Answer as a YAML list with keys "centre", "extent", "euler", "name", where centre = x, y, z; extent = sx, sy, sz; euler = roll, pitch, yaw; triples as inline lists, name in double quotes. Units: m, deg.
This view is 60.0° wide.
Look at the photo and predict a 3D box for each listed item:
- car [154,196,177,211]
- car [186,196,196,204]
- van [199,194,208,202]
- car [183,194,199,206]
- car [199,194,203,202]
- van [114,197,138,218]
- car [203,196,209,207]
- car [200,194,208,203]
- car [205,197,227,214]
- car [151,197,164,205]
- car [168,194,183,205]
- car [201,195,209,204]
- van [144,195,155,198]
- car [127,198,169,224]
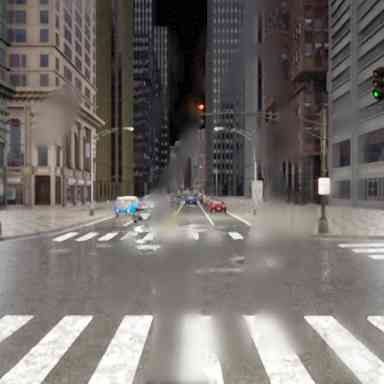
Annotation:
- centre: [-3.209, 1.510, 40.769]
  extent: [1.812, 1.442, 4.674]
  euler: [0, 0, 0]
  name: "car"
- centre: [-0.197, 1.550, 65.311]
  extent: [1.994, 1.385, 4.181]
  euler: [0, 0, 0]
  name: "car"
- centre: [2.540, 1.328, 74.284]
  extent: [1.690, 1.788, 3.998]
  euler: [0, 0, 0]
  name: "van"
- centre: [-0.163, 1.463, 54.892]
  extent: [1.882, 1.535, 5.008]
  euler: [0, 0, 0]
  name: "car"
- centre: [2.580, 1.530, 63.233]
  extent: [1.887, 1.381, 4.507]
  euler: [0, 0, 0]
  name: "car"
- centre: [-5.861, 1.327, 30.071]
  extent: [1.690, 1.788, 3.998]
  euler: [0, 0, 0]
  name: "van"
- centre: [2.658, 1.529, 41.132]
  extent: [1.887, 1.381, 4.507]
  euler: [0, 0, 0]
  name: "car"
- centre: [2.618, 1.510, 52.352]
  extent: [1.752, 1.417, 4.829]
  euler: [0, 0, 0]
  name: "car"
- centre: [2.677, 1.529, 35.606]
  extent: [1.887, 1.381, 4.507]
  euler: [0, 0, 0]
  name: "car"
- centre: [-5.947, 1.568, 57.696]
  extent: [1.802, 1.307, 4.206]
  euler: [0, 0, 0]
  name: "car"
- centre: [-3.177, 1.594, 59.052]
  extent: [1.994, 1.385, 4.181]
  euler: [0, 0, 0]
  name: "car"
- centre: [2.638, 1.529, 46.657]
  extent: [1.887, 1.381, 4.507]
  euler: [0, 0, 0]
  name: "car"
- centre: [-5.913, 1.326, 46.646]
  extent: [1.690, 1.788, 3.998]
  euler: [0, 0, 0]
  name: "van"
- centre: [-3.161, 1.478, 24.896]
  extent: [2.128, 1.511, 4.902]
  euler: [0, 0, 0]
  name: "car"
